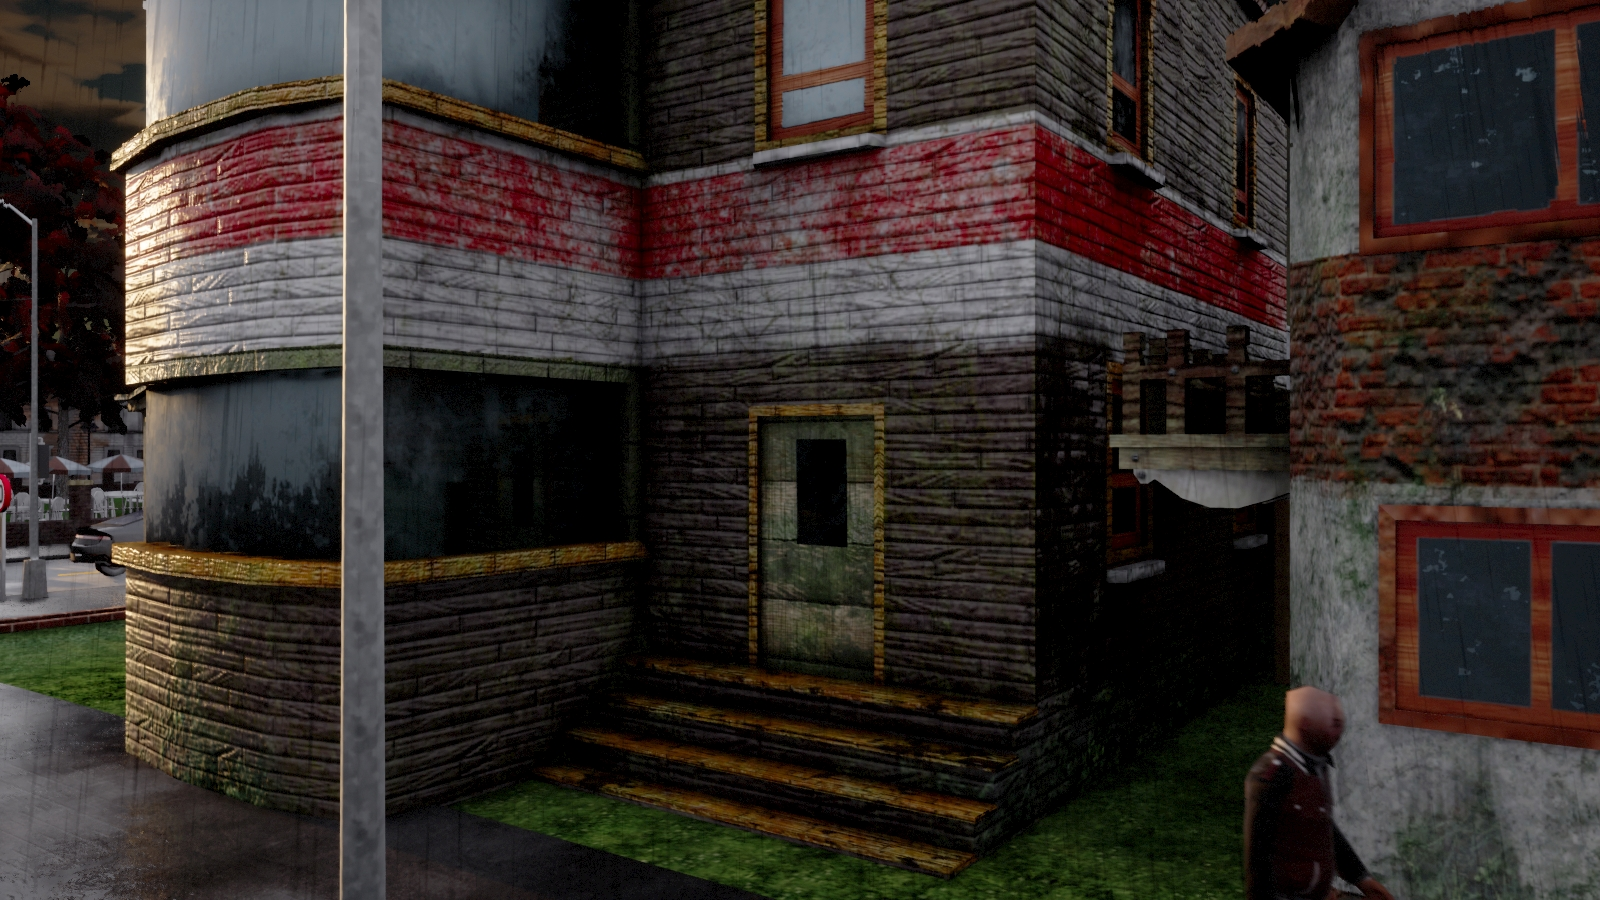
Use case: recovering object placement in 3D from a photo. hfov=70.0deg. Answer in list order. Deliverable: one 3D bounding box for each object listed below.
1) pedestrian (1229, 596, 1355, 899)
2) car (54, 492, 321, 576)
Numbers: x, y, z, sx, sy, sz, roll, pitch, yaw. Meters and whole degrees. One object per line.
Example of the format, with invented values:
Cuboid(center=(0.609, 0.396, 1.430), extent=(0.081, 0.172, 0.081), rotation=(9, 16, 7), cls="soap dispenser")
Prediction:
Cuboid(center=(1.889, 1.523, 4.381), extent=(0.375, 1.860, 0.375), rotation=(0, 0, 35), cls="pedestrian")
Cuboid(center=(-13.748, 1.817, 25.958), extent=(2.128, 1.511, 4.902), rotation=(0, 0, 34), cls="car")
